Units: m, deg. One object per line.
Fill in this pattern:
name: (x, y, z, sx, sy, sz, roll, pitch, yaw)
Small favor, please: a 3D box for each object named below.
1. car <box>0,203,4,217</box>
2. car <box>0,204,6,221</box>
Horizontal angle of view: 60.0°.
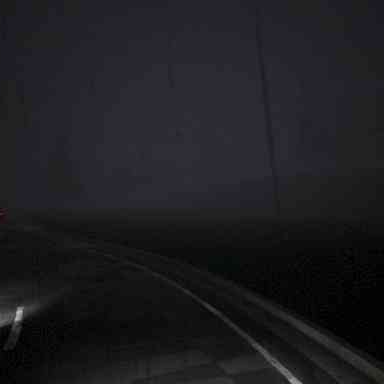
car: (-23.606, 2.120, 39.869, 1.837, 1.490, 4.892, 0, -1, -28)
car: (-18.724, 2.033, 31.415, 2.033, 1.411, 5.357, 0, -1, -31)
